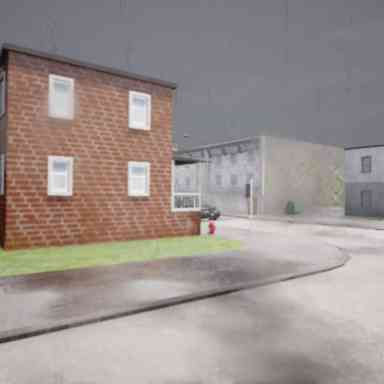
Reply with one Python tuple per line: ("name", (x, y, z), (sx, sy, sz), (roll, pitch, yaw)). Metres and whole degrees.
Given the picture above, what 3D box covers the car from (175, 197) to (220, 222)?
("car", (0.058, 1.434, 28.728), (2.150, 2.045, 5.566), (1, 0, -35))
